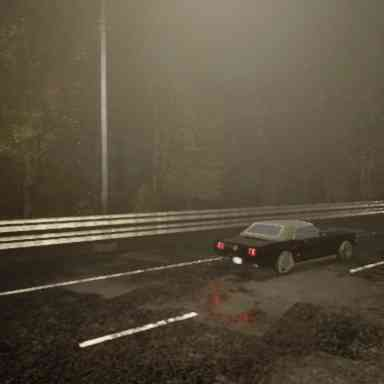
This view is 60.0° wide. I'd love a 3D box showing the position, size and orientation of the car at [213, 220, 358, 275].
[{"bbox_3d":[3.029,1.523,10.175,4.718,1.301,1.895,-1,0,-35],"label":"car"}]
